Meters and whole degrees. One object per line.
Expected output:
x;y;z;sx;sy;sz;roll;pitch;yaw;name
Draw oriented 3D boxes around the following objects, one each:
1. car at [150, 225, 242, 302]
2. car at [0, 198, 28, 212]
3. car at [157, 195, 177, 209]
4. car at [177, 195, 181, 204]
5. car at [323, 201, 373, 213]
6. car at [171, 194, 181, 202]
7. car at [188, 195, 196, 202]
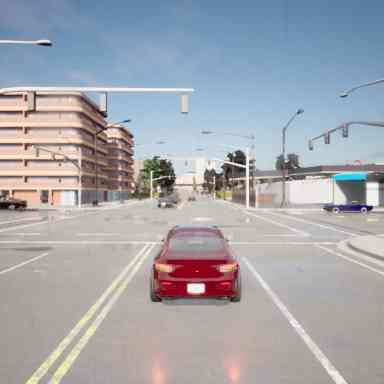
0.078;1.526;8.149;1.812;1.442;4.674;0;0;0;car
-20.791;1.351;36.797;4.902;1.511;2.128;1;0;1;car
-3.706;1.491;46.705;2.128;1.511;4.902;0;0;2;car
-3.599;1.503;61.113;1.837;1.490;4.892;0;0;0;car
16.518;1.601;35.454;4.718;1.301;1.895;0;0;1;car
-3.537;1.355;73.548;2.097;1.767;4.553;0;0;0;car
-0.040;1.540;79.813;2.033;1.411;5.357;0;0;0;car
